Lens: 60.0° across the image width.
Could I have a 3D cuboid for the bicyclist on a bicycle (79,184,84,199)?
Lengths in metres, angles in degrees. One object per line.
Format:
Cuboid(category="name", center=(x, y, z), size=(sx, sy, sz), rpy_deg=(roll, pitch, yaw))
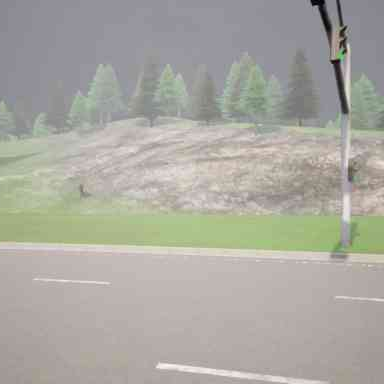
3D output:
Cuboid(category="bicyclist on a bicycle", center=(-12.584, -0.124, 37.859), size=(0.582, 1.620, 1.656), rpy_deg=(-3, 18, -8))
